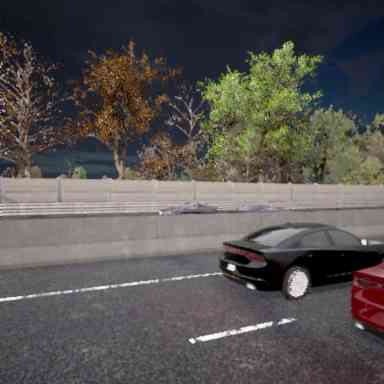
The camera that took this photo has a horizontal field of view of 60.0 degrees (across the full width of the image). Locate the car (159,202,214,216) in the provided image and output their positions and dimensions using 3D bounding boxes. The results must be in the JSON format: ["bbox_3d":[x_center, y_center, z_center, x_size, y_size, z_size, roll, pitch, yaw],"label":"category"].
[{"bbox_3d":[-0.230,1.589,26.543,4.902,1.511,2.128,0,0,-26],"label":"car"}]

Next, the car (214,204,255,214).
[{"bbox_3d":[4.670,1.653,25.067,5.357,1.411,2.033,0,0,-26],"label":"car"}]

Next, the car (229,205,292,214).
[{"bbox_3d":[5.071,1.693,21.359,4.718,1.301,1.895,0,0,-26],"label":"car"}]

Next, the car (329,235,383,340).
[{"bbox_3d":[4.807,1.507,5.371,5.008,1.535,1.882,0,0,-26],"label":"car"}]

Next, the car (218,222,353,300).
[{"bbox_3d":[3.073,1.514,8.417,5.008,1.535,1.882,0,0,-26],"label":"car"}]
